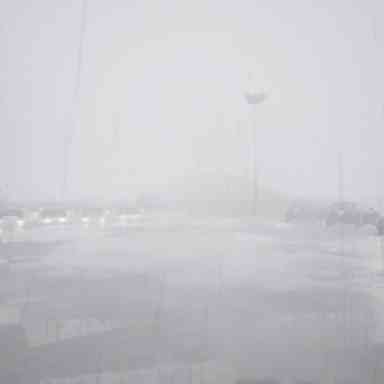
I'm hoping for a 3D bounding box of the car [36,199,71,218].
[{"bbox_3d":[-13.200,1.632,31.558,1.994,1.385,4.181,0,0,-31],"label":"car"}]

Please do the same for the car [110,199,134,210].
[{"bbox_3d":[-9.788,1.660,46.230,1.994,1.385,4.181,0,0,-31],"label":"car"}]

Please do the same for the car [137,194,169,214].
[{"bbox_3d":[-4.657,1.299,37.760,2.150,2.045,5.566,0,0,-31],"label":"car"}]

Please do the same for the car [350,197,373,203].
[{"bbox_3d":[35.924,1.659,70.461,1.895,1.301,4.718,0,0,-9],"label":"car"}]

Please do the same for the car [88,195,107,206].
[{"bbox_3d":[-16.131,1.472,56.747,2.097,1.767,4.553,0,0,-31],"label":"car"}]

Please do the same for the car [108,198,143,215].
[{"bbox_3d":[-7.175,1.637,35.133,1.994,1.385,4.181,0,0,-31],"label":"car"}]

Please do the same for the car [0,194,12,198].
[{"bbox_3d":[-28.744,1.333,50.528,2.150,2.045,5.566,0,0,-31],"label":"car"}]

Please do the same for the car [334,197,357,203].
[{"bbox_3d":[32.387,1.669,70.395,1.895,1.301,4.718,0,0,-13],"label":"car"}]

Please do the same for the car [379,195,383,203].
[{"bbox_3d":[42.863,1.525,71.384,1.882,1.535,5.008,0,0,-9],"label":"car"}]

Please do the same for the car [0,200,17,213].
[{"bbox_3d":[-21.635,1.687,38.725,1.895,1.301,4.718,0,0,-31],"label":"car"}]

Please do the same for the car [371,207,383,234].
[{"bbox_3d":[12.009,1.597,18.681,4.181,1.385,1.994,0,0,-44],"label":"car"}]

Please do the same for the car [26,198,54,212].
[{"bbox_3d":[-18.378,1.651,40.086,1.994,1.385,4.181,0,0,-32],"label":"car"}]

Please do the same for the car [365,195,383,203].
[{"bbox_3d":[39.396,1.532,70.908,1.882,1.535,5.008,0,0,-9],"label":"car"}]

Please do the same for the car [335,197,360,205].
[{"bbox_3d":[29.469,1.656,63.355,2.033,1.411,5.357,0,0,-2],"label":"car"}]

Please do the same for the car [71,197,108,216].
[{"bbox_3d":[-10.526,1.550,33.905,1.882,1.535,5.008,0,0,-31],"label":"car"}]

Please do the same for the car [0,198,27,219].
[{"bbox_3d":[-16.428,1.593,30.129,1.812,1.442,4.674,0,0,-31],"label":"car"}]

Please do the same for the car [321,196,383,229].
[{"bbox_3d":[10.920,1.393,22.513,4.553,1.767,2.097,0,0,-44],"label":"car"}]

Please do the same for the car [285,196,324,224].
[{"bbox_3d":[9.068,1.400,25.587,4.553,1.767,2.097,0,0,-45],"label":"car"}]

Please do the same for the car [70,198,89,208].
[{"bbox_3d":[-17.818,1.713,52.754,1.895,1.301,4.718,0,0,-31],"label":"car"}]

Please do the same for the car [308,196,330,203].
[{"bbox_3d":[28.111,1.613,73.548,1.882,1.535,5.008,0,0,-16],"label":"car"}]
